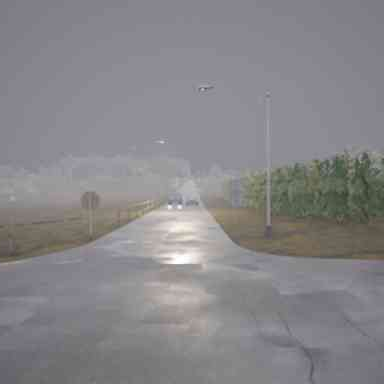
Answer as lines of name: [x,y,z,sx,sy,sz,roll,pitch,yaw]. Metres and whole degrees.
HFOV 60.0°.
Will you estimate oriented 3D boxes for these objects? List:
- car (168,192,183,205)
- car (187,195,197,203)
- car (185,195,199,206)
car: [-2.725,1.039,55.769,2.150,2.045,5.566,0,1,0]
car: [0.028,1.286,61.661,1.895,1.301,4.718,0,1,0]
car: [0.024,1.415,51.631,1.812,1.442,4.674,0,1,0]
